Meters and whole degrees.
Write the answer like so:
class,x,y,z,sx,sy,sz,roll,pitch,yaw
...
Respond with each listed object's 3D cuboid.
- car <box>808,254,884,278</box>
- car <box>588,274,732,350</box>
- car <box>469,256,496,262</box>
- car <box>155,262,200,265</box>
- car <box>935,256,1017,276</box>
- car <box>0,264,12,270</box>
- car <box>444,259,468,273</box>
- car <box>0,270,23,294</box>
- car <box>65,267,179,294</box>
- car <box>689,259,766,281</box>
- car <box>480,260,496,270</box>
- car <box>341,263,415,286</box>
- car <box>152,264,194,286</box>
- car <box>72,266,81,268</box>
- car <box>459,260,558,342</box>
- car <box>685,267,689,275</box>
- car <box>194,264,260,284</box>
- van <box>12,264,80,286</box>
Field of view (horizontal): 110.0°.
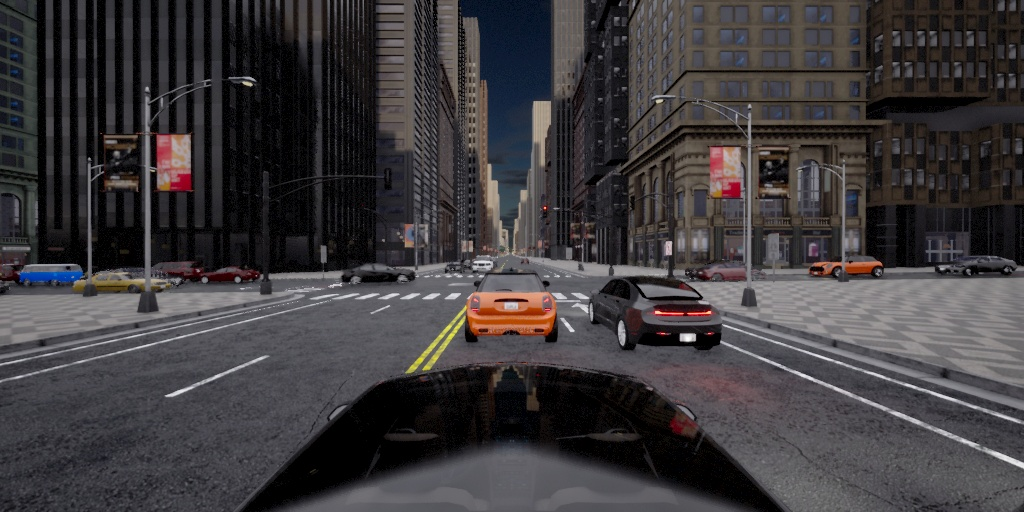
class,x,y,z,sx,sy,sz,roll,pitch,yaw
car,25.947,0.729,27.981,4.553,1.767,2.097,-1,0,0
car,3.233,1.257,9.031,1.837,1.490,4.892,0,0,0
car,-3.459,0.968,43.284,2.150,2.045,5.566,0,0,0
car,-29.135,1.427,30.600,5.009,1.841,2.192,0,0,0
car,36.083,0.733,27.985,4.902,1.511,2.128,-1,0,0
car,-44.396,1.634,30.611,5.009,1.841,2.192,0,0,0
car,-6.707,1.311,42.441,1.994,1.385,4.181,0,0,0
car,-33.827,1.760,22.064,4.403,1.370,2.007,0,0,0
car,-23.885,1.601,22.069,4.829,1.417,1.751,0,0,0
car,15.038,1.099,24.775,4.181,1.385,1.994,-1,0,0
car,-3.469,1.305,53.256,1.994,1.385,4.181,0,0,1
car,-9.564,1.255,25.806,5.008,1.535,1.882,-1,1,-14
car,-25.536,1.577,24.731,4.902,1.511,2.128,-1,0,0
car,-34.222,1.763,30.604,4.207,1.307,1.802,0,0,0
car,-0.009,1.104,9.890,2.097,1.767,4.553,0,0,0
car,16.119,1.013,27.975,4.892,1.490,1.837,-1,0,0
car,-24.048,1.588,30.596,4.507,1.381,1.888,0,0,0
van,-39.309,1.591,30.607,3.998,1.789,1.690,0,0,0
